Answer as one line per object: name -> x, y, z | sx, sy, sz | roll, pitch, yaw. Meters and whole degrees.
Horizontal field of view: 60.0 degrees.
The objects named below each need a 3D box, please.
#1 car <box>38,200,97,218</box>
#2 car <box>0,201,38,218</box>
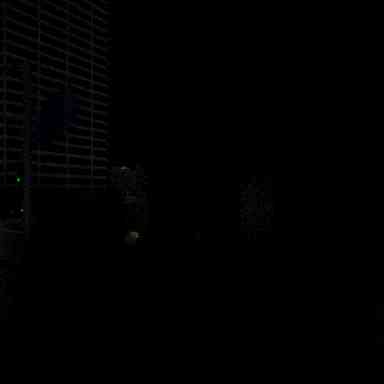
car -> -11.149, 1.478, 30.782 | 1.882, 1.535, 5.008 | 0, 0, 35
car -> -15.521, 1.547, 30.663 | 2.033, 1.411, 5.357 | 0, 0, 35
